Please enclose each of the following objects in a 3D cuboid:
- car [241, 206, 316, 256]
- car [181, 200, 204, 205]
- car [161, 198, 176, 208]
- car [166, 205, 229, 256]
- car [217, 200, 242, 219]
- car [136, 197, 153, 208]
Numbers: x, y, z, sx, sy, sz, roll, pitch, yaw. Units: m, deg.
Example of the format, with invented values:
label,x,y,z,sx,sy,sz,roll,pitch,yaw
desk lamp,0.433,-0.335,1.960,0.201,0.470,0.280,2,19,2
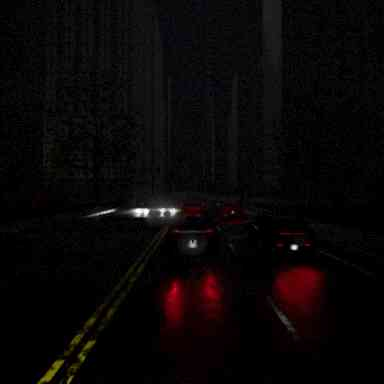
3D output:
label,x,y,z,sx,sy,sz,roll,pitch,yaw
car,3.296,1.499,13.054,1.837,1.490,4.892,0,0,1
car,0.055,1.453,29.213,1.882,1.535,5.008,0,0,0
car,-3.288,1.551,46.473,1.895,1.301,4.718,0,0,1
car,0.046,1.484,13.026,2.128,1.511,4.902,0,0,1
car,3.304,1.453,29.227,1.882,1.535,5.008,0,0,0
car,-6.543,1.443,45.873,2.128,1.511,4.902,0,0,0
